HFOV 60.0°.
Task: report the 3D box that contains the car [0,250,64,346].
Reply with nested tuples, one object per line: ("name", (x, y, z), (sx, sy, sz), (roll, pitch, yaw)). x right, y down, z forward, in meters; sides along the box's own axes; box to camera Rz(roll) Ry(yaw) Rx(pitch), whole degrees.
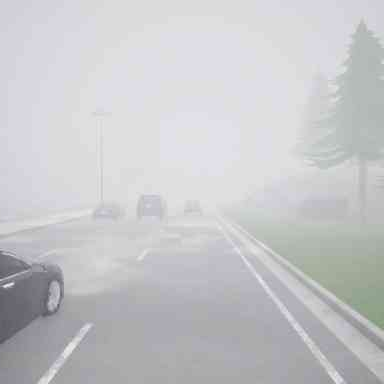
("car", (-3.402, 1.503, 4.559), (1.837, 1.490, 4.892), (0, -1, 0))

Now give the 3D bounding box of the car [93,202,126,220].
("car", (-6.901, 1.564, 28.032), (1.994, 1.385, 4.181), (0, 0, 0))

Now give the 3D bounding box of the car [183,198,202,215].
("car", (0.095, 1.547, 34.432), (2.033, 1.411, 5.357), (0, 0, 0))

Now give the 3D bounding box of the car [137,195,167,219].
("car", (-3.400, 1.224, 28.824), (2.150, 2.045, 5.566), (0, 0, 0))

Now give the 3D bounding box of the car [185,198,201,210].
("car", (0.138, 1.547, 44.507), (2.033, 1.411, 5.357), (0, 0, 1))
